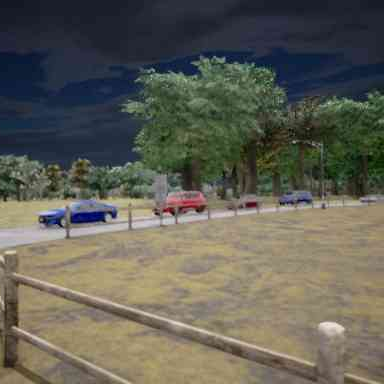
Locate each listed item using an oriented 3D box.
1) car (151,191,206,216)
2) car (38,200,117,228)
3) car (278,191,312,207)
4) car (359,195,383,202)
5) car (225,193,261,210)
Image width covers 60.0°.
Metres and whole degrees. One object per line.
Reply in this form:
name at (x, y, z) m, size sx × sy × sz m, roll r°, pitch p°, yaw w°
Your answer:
car at (-1.038, 0.979, 28.661) m, size 2.150 × 2.045 × 5.566 m, roll -1°, pitch 0°, yaw 38°
car at (-6.963, 1.284, 20.645) m, size 1.882 × 1.535 × 5.008 m, roll -1°, pitch 0°, yaw 36°
car at (13.683, 0.851, 44.188) m, size 5.566 × 2.045 × 2.150 m, roll 0°, pitch -1°, yaw -39°
car at (27.637, 1.063, 50.507) m, size 4.718 × 1.301 × 1.895 m, roll 0°, pitch -1°, yaw -30°
car at (5.652, 1.049, 36.496) m, size 2.097 × 1.767 × 4.553 m, roll -1°, pitch 0°, yaw 43°
